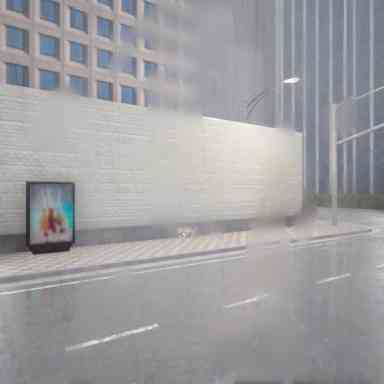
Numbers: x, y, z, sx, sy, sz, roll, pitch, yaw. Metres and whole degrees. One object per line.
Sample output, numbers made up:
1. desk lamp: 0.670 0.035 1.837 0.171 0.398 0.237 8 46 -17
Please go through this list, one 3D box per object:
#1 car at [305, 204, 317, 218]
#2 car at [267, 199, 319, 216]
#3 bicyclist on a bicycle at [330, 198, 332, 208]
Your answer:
1. car: 9.065 1.533 30.770 1.882 1.535 5.008 0 0 -36
2. car: 10.446 1.547 34.856 2.128 1.511 4.902 0 0 -36
3. bicyclist on a bicycle: 18.668 1.356 43.951 1.656 1.620 0.582 0 0 -36
